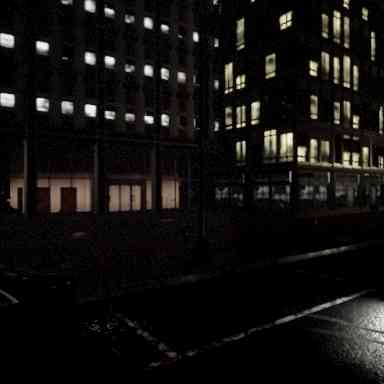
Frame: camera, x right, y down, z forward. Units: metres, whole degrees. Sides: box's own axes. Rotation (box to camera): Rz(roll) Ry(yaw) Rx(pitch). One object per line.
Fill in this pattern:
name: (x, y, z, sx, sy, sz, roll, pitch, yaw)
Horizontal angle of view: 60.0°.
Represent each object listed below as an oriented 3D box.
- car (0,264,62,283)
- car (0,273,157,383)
car: (-3.469, 1.554, 3.625, 4.403, 1.369, 2.008, 0, 0, -35)
car: (-2.104, 1.567, 1.593, 4.181, 1.385, 1.994, 0, 0, -37)
